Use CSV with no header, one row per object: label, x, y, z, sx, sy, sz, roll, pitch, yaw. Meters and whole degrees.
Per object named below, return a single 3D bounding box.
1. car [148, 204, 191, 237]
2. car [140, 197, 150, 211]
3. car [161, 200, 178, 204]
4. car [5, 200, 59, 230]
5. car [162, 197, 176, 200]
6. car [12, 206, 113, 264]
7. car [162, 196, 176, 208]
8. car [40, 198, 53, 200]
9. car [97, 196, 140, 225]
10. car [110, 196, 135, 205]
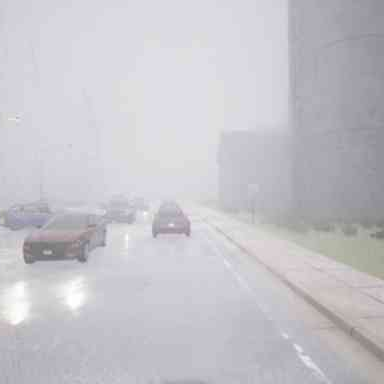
car,-1.125,1.557,18.039,1.994,1.385,4.181,-1,0,-4
car,-6.351,1.377,40.679,2.097,1.767,4.553,-1,0,-4
car,-1.847,1.591,28.009,1.895,1.301,4.718,-1,0,-4
car,-9.167,1.543,21.032,4.611,1.667,2.242,-1,0,-4
car,-2.570,1.552,37.601,1.994,1.385,4.181,-1,0,-3
car,-4.413,1.506,12.271,1.882,1.535,5.008,-1,0,-4
car,-3.358,1.462,48.044,1.882,1.535,5.008,-1,0,-4
car,-24.973,1.693,56.564,3.905,1.438,1.784,-1,0,-4
car,-5.260,1.377,24.178,2.097,1.767,4.553,-1,0,-4
car,-12.215,1.560,58.601,4.193,1.474,1.816,-1,0,-4
